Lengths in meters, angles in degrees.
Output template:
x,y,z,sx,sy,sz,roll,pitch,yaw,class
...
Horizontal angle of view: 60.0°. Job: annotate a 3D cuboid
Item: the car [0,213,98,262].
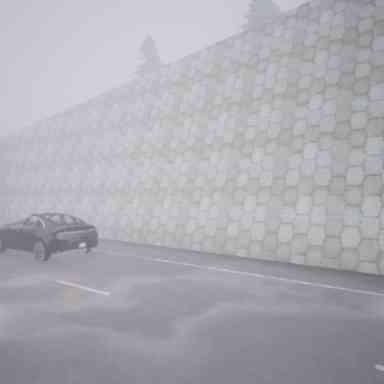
x,y,z,sx,sy,sz,roll,pitch,yaw,class
-5.554,1.527,12.332,4.902,1.511,2.128,0,0,36,car
